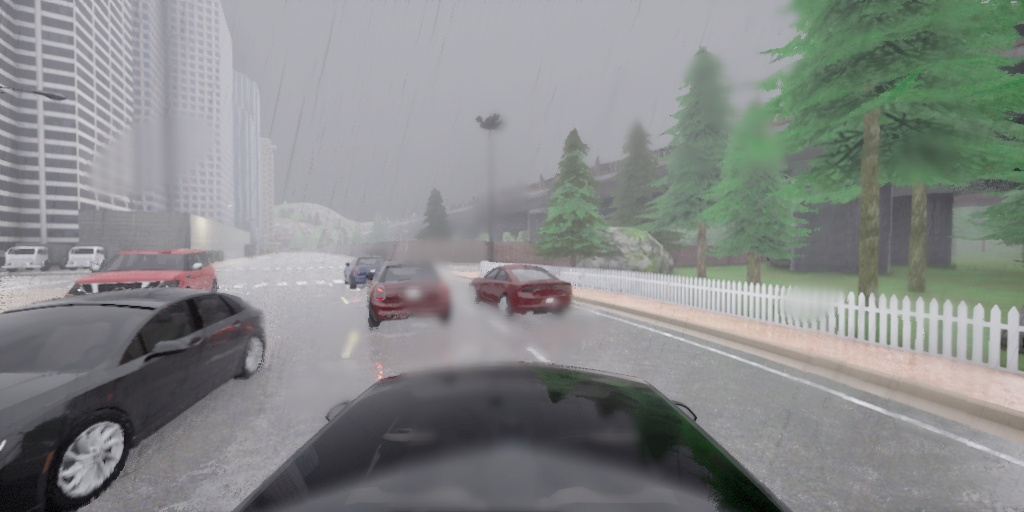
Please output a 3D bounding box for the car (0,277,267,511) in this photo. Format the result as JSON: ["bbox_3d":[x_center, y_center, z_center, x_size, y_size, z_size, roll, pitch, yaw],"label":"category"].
[{"bbox_3d":[-4.595,1.211,4.095,1.837,1.490,4.892,1,1,-14],"label":"car"}]

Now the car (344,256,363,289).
[{"bbox_3d":[-7.966,0.754,19.799,2.097,1.767,4.553,-1,1,-29],"label":"car"}]

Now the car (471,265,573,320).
[{"bbox_3d":[0.101,1.027,11.946,1.882,1.535,5.008,0,1,-23],"label":"car"}]

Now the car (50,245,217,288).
[{"bbox_3d":[-11.131,0.795,11.336,2.150,2.045,5.566,-1,1,-29],"label":"car"}]

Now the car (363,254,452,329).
[{"bbox_3d":[-3.292,0.925,10.938,2.097,1.767,4.553,-1,1,-23],"label":"car"}]
